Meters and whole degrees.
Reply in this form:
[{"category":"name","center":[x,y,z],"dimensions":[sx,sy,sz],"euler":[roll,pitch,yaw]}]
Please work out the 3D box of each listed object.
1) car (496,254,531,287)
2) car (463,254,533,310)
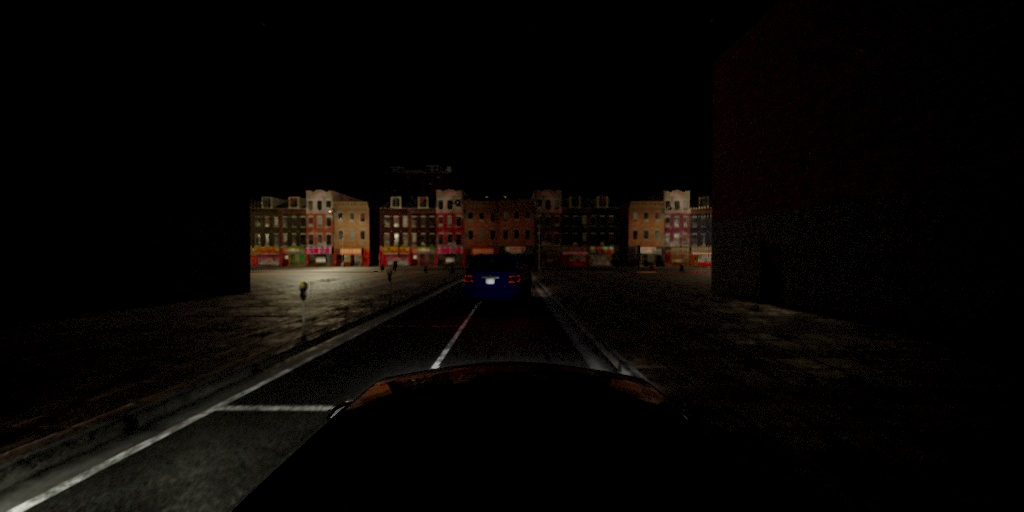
[{"category":"car","center":[0.077,0.878,24.983],"dimensions":[2.150,2.045,5.566],"euler":[0,0,0]},{"category":"car","center":[-0.429,0.921,14.506],"dimensions":[2.150,2.045,5.566],"euler":[0,0,6]}]
